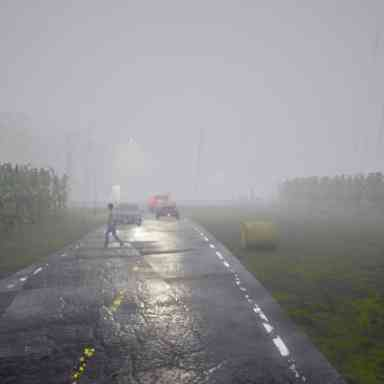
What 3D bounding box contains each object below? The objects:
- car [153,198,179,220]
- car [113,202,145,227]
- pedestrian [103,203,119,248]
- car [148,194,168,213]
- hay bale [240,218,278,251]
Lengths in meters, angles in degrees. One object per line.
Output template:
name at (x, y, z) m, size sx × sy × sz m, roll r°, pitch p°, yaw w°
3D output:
car at (-2.152, 1.522, 28.381) m, size 1.837 × 1.490 × 4.892 m, roll 0°, pitch 0°, yaw -8°
car at (-4.383, 1.511, 23.056) m, size 1.837 × 1.490 × 4.892 m, roll 0°, pitch 1°, yaw -7°
pedestrian at (-3.234, 1.292, 13.299) m, size 0.375 × 1.860 × 0.375 m, roll 0°, pitch 0°, yaw -9°
car at (-3.815, 1.261, 38.124) m, size 2.150 × 2.045 × 5.566 m, roll 0°, pitch 0°, yaw -11°
hay bale at (2.634, 1.656, 13.237) m, size 1.220 × 1.180 × 1.240 m, roll 0°, pitch 0°, yaw -4°
